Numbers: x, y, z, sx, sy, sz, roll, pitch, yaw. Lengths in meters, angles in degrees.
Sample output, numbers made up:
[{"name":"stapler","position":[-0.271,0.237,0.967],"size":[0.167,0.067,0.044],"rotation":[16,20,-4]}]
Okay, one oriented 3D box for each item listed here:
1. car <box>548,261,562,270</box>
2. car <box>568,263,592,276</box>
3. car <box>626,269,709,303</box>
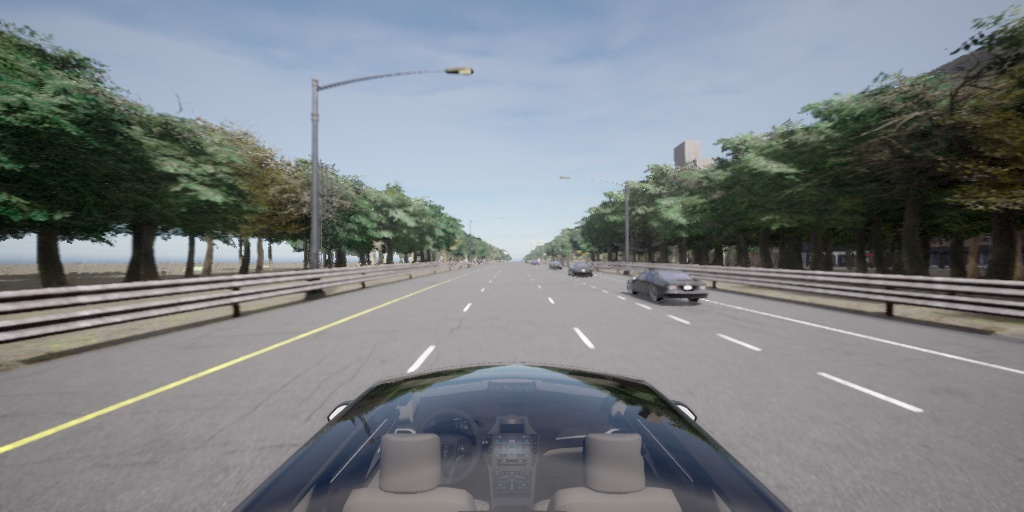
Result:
[{"name":"car","position":[7.184,1.568,60.228],"size":[2.033,1.411,5.357],"rotation":[0,-1,0]},{"name":"car","position":[7.059,1.386,37.440],"size":[1.994,1.385,4.181],"rotation":[0,0,0]},{"name":"car","position":[7.013,1.302,16.796],"size":[2.033,1.411,5.357],"rotation":[0,0,0]}]
